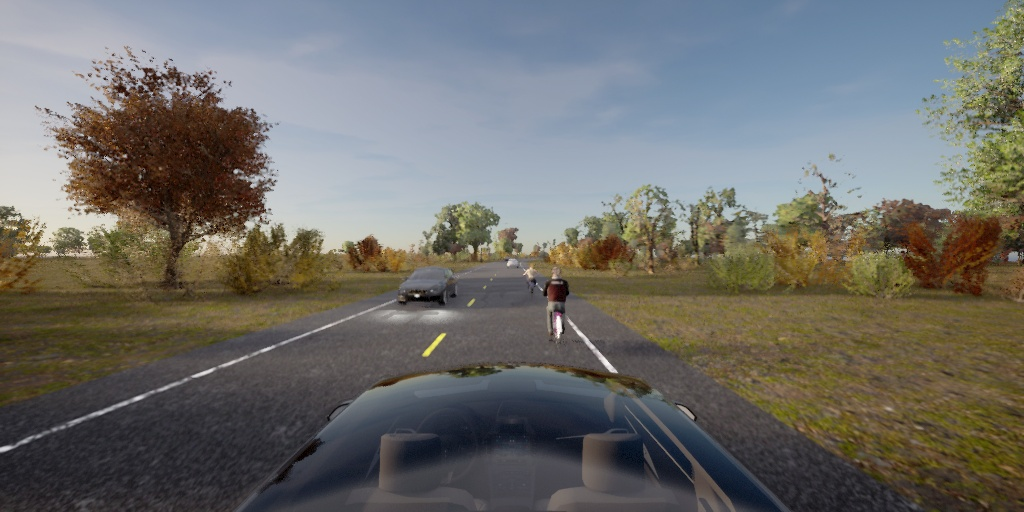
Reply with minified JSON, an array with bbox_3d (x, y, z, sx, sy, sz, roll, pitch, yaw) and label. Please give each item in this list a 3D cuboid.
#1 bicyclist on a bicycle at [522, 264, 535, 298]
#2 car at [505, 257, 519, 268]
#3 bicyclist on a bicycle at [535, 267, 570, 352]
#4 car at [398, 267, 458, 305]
[{"bbox_3d":[0.946,1.187,17.660,0.866,1.612,1.509,0,0,0],"label":"bicyclist on a bicycle"},{"bbox_3d":[0.126,1.230,59.738,1.812,1.442,4.674,0,0,0],"label":"car"},{"bbox_3d":[0.967,1.121,8.021,0.659,1.776,1.843,0,0,0],"label":"bicyclist on a bicycle"},{"bbox_3d":[-3.594,1.255,15.993,1.837,1.490,4.892,0,0,0],"label":"car"}]
